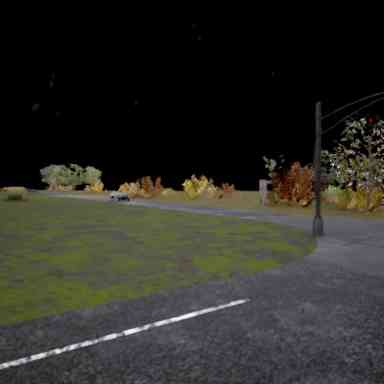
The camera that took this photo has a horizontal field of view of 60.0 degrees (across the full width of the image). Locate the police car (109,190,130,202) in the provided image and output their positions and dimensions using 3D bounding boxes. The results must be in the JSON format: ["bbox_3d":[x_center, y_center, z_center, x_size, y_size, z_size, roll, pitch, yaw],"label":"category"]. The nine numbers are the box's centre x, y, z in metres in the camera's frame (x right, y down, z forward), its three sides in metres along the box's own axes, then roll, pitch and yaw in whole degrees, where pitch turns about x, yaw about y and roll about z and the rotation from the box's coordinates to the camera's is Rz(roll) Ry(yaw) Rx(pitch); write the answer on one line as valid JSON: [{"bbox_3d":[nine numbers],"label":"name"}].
[{"bbox_3d":[-10.958,0.594,50.235,1.930,1.638,5.238,1,0,-32],"label":"police car"}]
